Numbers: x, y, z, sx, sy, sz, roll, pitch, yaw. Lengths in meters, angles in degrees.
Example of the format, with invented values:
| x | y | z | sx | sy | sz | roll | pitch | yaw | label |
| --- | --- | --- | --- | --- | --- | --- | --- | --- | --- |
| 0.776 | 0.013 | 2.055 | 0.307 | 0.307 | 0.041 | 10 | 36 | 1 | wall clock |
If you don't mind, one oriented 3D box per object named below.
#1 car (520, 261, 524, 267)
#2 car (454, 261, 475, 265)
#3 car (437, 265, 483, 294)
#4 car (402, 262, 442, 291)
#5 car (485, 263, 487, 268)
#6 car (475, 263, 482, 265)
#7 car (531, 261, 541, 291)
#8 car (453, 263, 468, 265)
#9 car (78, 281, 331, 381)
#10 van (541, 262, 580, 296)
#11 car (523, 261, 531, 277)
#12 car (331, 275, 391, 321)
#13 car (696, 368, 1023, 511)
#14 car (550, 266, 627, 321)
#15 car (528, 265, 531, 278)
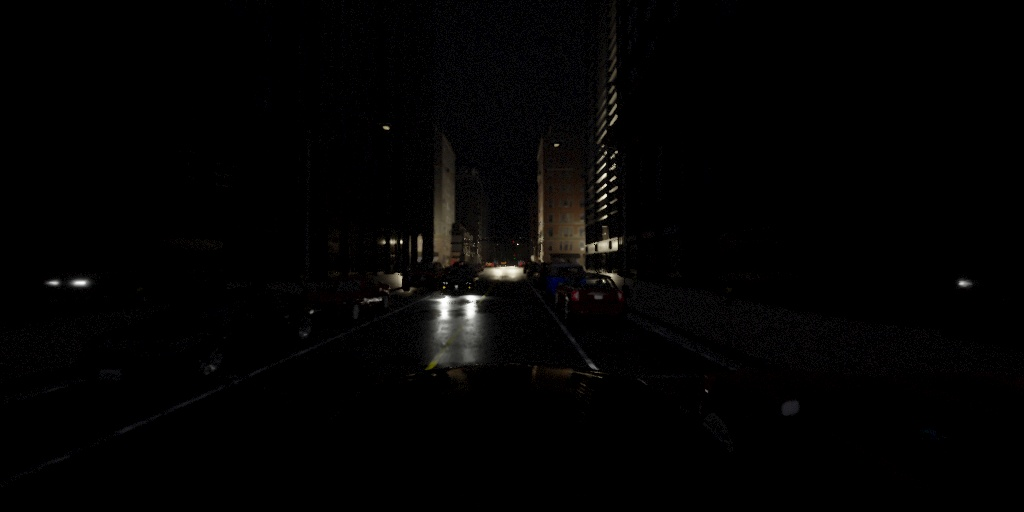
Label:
| x | y | z | sx | sy | sz | roll | pitch | yaw | label |
| --- | --- | --- | --- | --- | --- | --- | --- | --- | --- |
| 2.661 | 1.661 | 52.387 | 2.192 | 1.841 | 5.009 | 0 | 0 | 0 | car |
| -5.863 | 1.527 | 41.146 | 2.192 | 1.841 | 5.009 | 0 | 0 | 0 | car |
| -3.103 | 1.496 | 22.440 | 1.837 | 1.490 | 4.892 | 0 | -1 | 0 | car |
| -5.861 | 1.327 | 24.274 | 2.192 | 1.841 | 5.009 | 0 | 0 | 0 | car |
| -5.867 | 2.007 | 63.473 | 1.751 | 1.417 | 4.829 | 0 | 0 | 0 | car |
| -5.865 | 1.872 | 52.225 | 1.751 | 1.417 | 4.829 | 0 | 0 | 0 | car |
| 2.665 | 1.327 | 24.267 | 2.192 | 1.841 | 5.009 | 0 | 0 | 0 | car |
| -5.863 | 1.691 | 35.522 | 1.888 | 1.381 | 4.507 | 0 | 0 | 0 | car |
| -5.859 | 1.382 | 7.402 | 1.948 | 1.339 | 4.313 | 0 | 0 | 0 | car |
| 2.666 | 1.287 | 18.644 | 1.690 | 1.789 | 3.998 | 0 | 0 | 0 | van |
| 2.663 | 1.652 | 41.139 | 1.967 | 1.591 | 4.097 | 0 | 0 | 0 | car |
| -5.859 | 1.426 | 13.026 | 1.888 | 1.381 | 4.507 | 0 | 0 | 0 | car |
| 2.668 | 1.296 | 1.773 | 1.888 | 1.381 | 4.507 | 0 | 0 | 0 | car |
| 2.667 | 1.320 | 13.020 | 1.967 | 1.591 | 4.097 | 0 | 0 | 0 | car |
| 2.664 | 1.629 | 29.892 | 2.007 | 1.370 | 4.403 | 0 | 0 | 0 | car |
